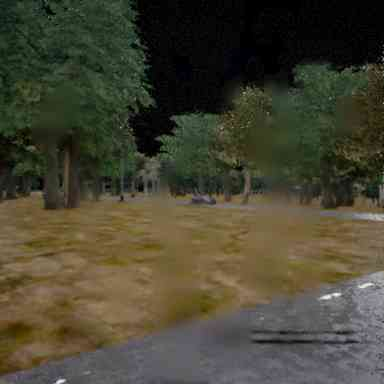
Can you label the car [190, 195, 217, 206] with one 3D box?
[{"bbox_3d":[1.565,1.137,46.167,1.994,1.385,4.181,0,1,-38],"label":"car"}]
